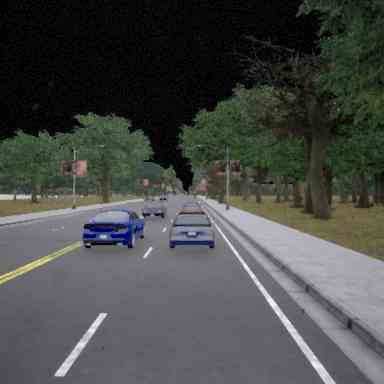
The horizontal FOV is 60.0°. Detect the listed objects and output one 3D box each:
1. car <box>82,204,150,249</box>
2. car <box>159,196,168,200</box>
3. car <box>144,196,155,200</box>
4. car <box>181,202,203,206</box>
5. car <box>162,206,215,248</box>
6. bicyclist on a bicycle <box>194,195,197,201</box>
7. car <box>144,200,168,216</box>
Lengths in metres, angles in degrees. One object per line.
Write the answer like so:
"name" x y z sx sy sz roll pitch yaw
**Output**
"car" -3.250 1.489 14.652 1.882 1.535 5.008 0 0 0
"car" -6.500 1.579 76.700 1.895 1.301 4.718 0 0 0
"car" -9.750 1.537 76.730 1.994 1.385 4.181 0 0 0
"car" 0.000 1.581 29.655 1.994 1.385 4.181 0 0 0
"car" 0.000 1.567 14.653 2.033 1.411 5.357 0 0 0
"bicyclist on a bicycle" 0.895 1.512 90.061 0.582 1.620 1.656 0 0 0
"car" -3.250 1.625 29.686 1.895 1.301 4.718 0 0 0
